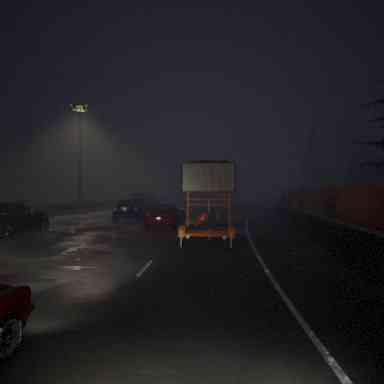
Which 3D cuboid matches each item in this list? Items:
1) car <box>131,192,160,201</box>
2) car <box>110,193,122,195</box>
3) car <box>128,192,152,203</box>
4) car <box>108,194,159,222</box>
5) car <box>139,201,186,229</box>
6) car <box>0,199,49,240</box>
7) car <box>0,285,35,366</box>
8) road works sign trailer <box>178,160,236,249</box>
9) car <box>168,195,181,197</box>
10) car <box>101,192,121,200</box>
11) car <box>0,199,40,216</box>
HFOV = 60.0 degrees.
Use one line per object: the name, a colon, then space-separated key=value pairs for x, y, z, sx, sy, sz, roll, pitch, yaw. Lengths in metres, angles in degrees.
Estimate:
car: x=-5.385 y=1.116 z=37.740 sx=2.150 sy=2.045 sz=5.566 roll=0 pitch=0 yaw=15
car: x=-13.720 y=1.353 z=67.617 sx=2.033 sy=1.411 sz=5.357 roll=0 pitch=0 yaw=23
car: x=-10.334 y=1.037 z=66.716 sx=2.150 sy=2.045 sz=5.566 roll=0 pitch=0 yaw=24
car: x=-4.416 y=1.280 z=25.757 sx=2.097 sy=1.767 sz=4.553 roll=0 pitch=0 yaw=10
car: x=-1.628 y=1.505 z=21.239 sx=1.994 sy=1.385 sz=4.181 roll=0 pitch=0 yaw=8
car: x=-9.269 y=1.305 z=16.927 sx=2.097 sy=1.767 sz=4.553 roll=0 pitch=0 yaw=6
car: x=-3.305 y=1.593 z=2.834 sx=1.895 sy=1.301 sz=4.718 roll=0 pitch=0 yaw=1
road works sign trailer: x=0.740 y=0.424 z=14.545 sx=2.380 sy=3.560 sz=2.880 roll=0 pitch=0 yaw=8
car: x=-4.080 y=1.325 z=71.841 sx=2.128 sy=1.511 sz=4.902 roll=0 pitch=0 yaw=26
car: x=-16.693 y=1.033 z=69.563 sx=2.150 sy=2.045 sz=5.566 roll=0 pitch=0 yaw=23
car: x=-17.467 y=1.434 z=33.023 sx=1.812 sy=1.442 sz=4.674 roll=0 pitch=0 yaw=13
